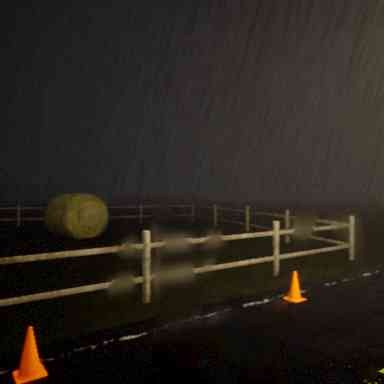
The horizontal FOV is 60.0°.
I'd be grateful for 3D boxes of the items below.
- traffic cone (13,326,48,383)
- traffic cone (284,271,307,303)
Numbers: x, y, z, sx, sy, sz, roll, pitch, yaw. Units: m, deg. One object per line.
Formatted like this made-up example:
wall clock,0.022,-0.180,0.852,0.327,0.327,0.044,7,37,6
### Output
traffic cone,-1.984,1.950,4.088,0.340,0.580,0.340,0,0,-35
traffic cone,2.157,1.948,6.958,0.340,0.580,0.340,0,0,-34
